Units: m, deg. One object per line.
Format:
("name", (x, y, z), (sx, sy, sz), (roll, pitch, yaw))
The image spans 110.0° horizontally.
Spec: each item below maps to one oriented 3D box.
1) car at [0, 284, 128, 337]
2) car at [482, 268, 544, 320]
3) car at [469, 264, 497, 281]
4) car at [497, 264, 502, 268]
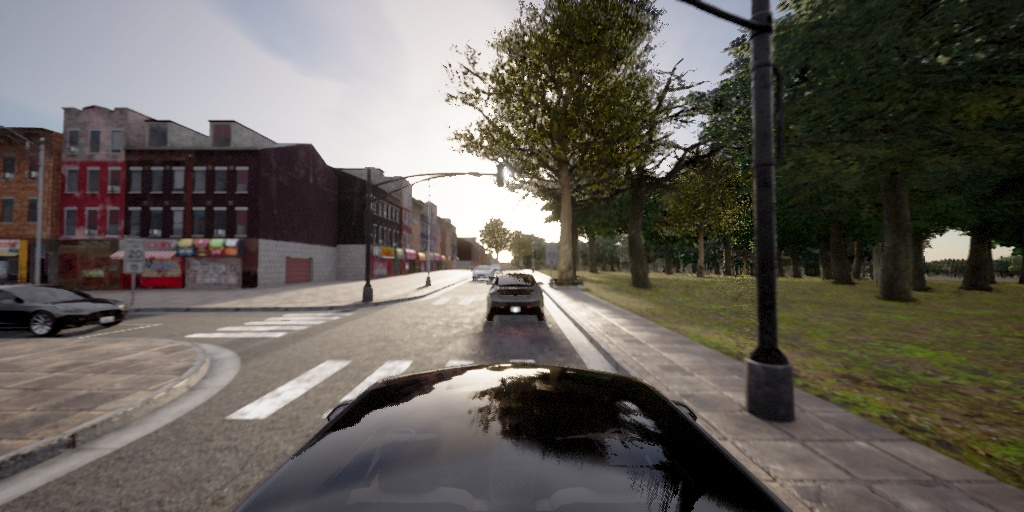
("car", (-13.470, 1.447, 9.996), (4.313, 1.339, 1.948), (0, 0, 0))
("car", (0.116, 1.349, 13.060), (1.837, 1.490, 4.892), (0, 0, 0))
("car", (-2.767, 1.645, 34.909), (1.812, 1.442, 4.674), (0, -1, 0))
("car", (-2.635, 2.028, 57.766), (1.812, 1.442, 4.674), (0, -1, 1))
